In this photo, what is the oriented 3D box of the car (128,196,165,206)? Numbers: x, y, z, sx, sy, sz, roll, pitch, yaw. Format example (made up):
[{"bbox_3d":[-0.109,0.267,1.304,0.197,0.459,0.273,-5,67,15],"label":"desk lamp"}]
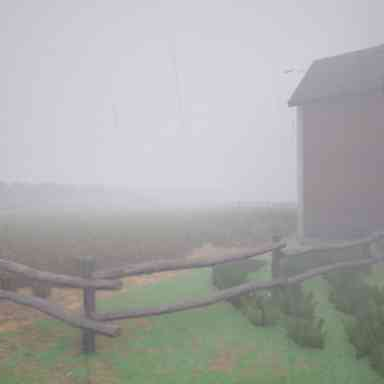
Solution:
[{"bbox_3d":[-6.424,1.568,49.990,2.150,2.045,5.566,-1,0,35],"label":"car"}]

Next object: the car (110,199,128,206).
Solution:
[{"bbox_3d":[-10.131,1.870,50.158,2.128,1.511,4.902,-1,-1,36],"label":"car"}]
